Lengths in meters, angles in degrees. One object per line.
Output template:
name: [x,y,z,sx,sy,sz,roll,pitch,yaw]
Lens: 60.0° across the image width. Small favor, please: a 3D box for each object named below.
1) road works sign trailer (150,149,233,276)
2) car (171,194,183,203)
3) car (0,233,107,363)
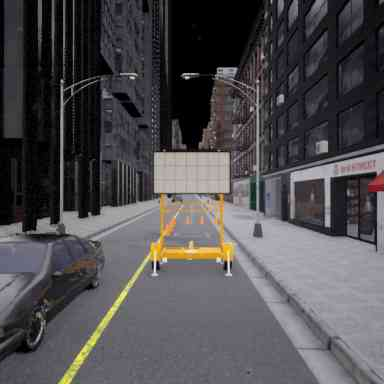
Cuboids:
road works sign trailer: [-0.006,0.471,10.354,2.380,3.560,2.880,0,0,0]
car: [-3.059,1.275,69.237,2.150,2.045,5.566,0,0,0]
car: [-3.102,1.551,6.383,2.033,1.411,5.357,0,0,0]
